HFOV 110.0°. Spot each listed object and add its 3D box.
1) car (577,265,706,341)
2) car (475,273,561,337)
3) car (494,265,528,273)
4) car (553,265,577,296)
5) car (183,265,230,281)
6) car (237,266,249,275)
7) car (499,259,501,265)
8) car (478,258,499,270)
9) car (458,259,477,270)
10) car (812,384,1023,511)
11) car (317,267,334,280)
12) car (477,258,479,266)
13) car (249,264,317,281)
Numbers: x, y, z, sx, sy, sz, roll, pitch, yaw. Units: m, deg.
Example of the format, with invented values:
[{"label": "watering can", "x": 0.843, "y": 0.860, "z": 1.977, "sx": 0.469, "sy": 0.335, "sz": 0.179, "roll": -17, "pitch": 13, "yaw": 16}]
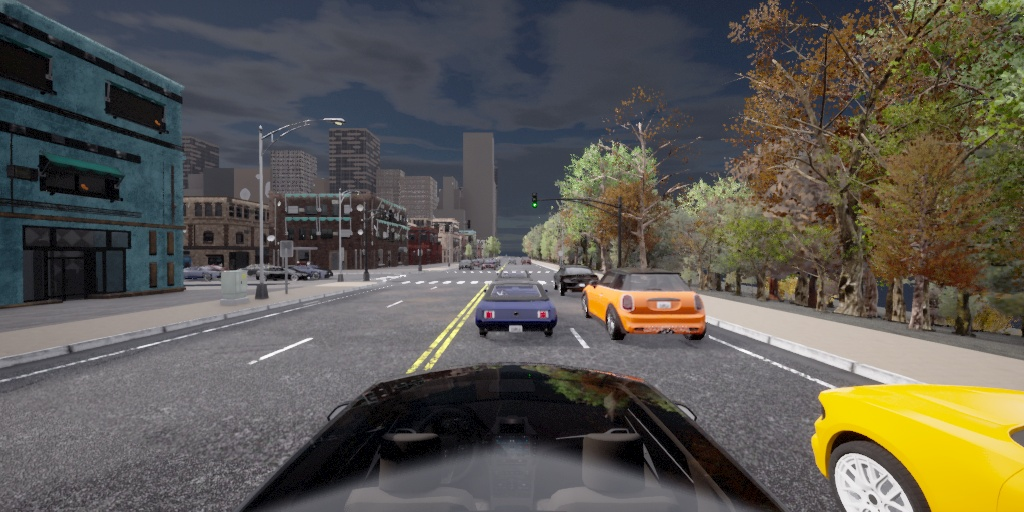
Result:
[{"label": "car", "x": 3.350, "y": 1.100, "z": 10.026, "sx": 2.097, "sy": 1.767, "sz": 4.553, "roll": 0, "pitch": 0, "yaw": 0}, {"label": "car", "x": 0.103, "y": 1.349, "z": 10.300, "sx": 1.895, "sy": 1.301, "sz": 4.718, "roll": 0, "pitch": 0, "yaw": 0}, {"label": "car", "x": 0.108, "y": 1.348, "z": 19.726, "sx": 1.895, "sy": 1.301, "sz": 4.718, "roll": 0, "pitch": 0, "yaw": 0}, {"label": "car", "x": 3.358, "y": 1.224, "z": 19.528, "sx": 1.882, "sy": 1.535, "sz": 5.008, "roll": 0, "pitch": 0, "yaw": 1}, {"label": "car", "x": -29.358, "y": 1.640, "z": 34.053, "sx": 4.181, "sy": 1.385, "sz": 1.994, "roll": -1, "pitch": 1, "yaw": -1}, {"label": "car", "x": -28.264, "y": 1.556, "z": 39.852, "sx": 4.403, "sy": 1.370, "sz": 2.007, "roll": 0, "pitch": 0, "yaw": 0}, {"label": "car", "x": -3.303, "y": 1.280, "z": 61.315, "sx": 2.033, "sy": 1.411, "sz": 5.357, "roll": 0, "pitch": 0, "yaw": 0}, {"label": "car", "x": -3.317, "y": 1.300, "z": 52.047, "sx": 1.994, "sy": 1.385, "sz": 4.181, "roll": 0, "pitch": 0, "yaw": 0}, {"label": "car", "x": -6.569, "y": 1.241, "z": 51.957, "sx": 1.837, "sy": 1.490, "sz": 4.892, "roll": 0, "pitch": 0, "yaw": 0}, {"label": "car", "x": 3.348, "y": 1.228, "z": 0.812, "sx": 1.882, "sy": 1.535, "sz": 5.008, "roll": 0, "pitch": 0, "yaw": 0}, {"label": "car", "x": -19.314, "y": 1.525, "z": 34.043, "sx": 4.181, "sy": 1.385, "sz": 1.994, "roll": -1, "pitch": 1, "yaw": 0}, {"label": "car", "x": -6.552, "y": 1.296, "z": 61.930, "sx": 1.994, "sy": 1.385, "sz": 4.181, "roll": 0, "pitch": 0, "yaw": 0}, {"label": "car", "x": -19.935, "y": 1.561, "z": 31.336, "sx": 4.313, "sy": 1.339, "sz": 1.948, "roll": 0, "pitch": 0, "yaw": 0}]
